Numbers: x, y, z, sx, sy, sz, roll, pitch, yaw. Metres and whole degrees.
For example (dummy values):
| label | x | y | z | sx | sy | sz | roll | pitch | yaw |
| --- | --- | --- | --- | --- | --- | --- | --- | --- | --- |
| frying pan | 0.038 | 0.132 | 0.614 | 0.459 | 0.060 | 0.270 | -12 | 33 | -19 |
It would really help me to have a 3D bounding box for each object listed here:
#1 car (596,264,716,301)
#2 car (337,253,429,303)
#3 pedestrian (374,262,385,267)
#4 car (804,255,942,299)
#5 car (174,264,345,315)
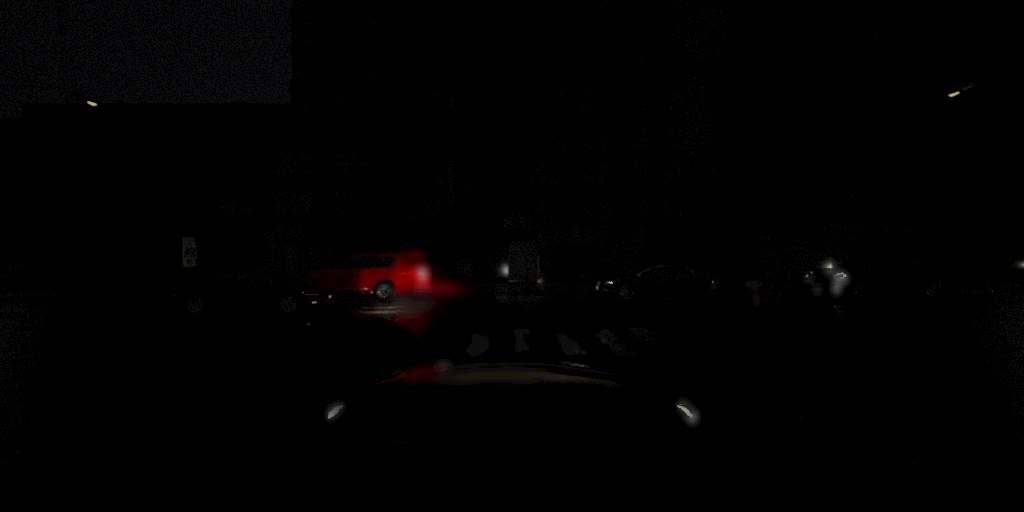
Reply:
| label | x | y | z | sx | sy | sz | roll | pitch | yaw |
| --- | --- | --- | --- | --- | --- | --- | --- | --- | --- |
| car | 6.159 | 1.093 | 15.620 | 4.902 | 1.511 | 2.128 | -1 | -1 | 0 |
| car | -6.552 | 0.946 | 16.090 | 5.566 | 2.045 | 2.150 | -1 | -2 | 10 |
| pedestrian | -6.854 | 0.896 | 18.562 | 0.375 | 1.860 | 0.375 | 0 | 0 | 0 |
| car | 15.499 | 0.871 | 15.601 | 4.553 | 1.767 | 2.097 | 0 | -1 | 0 |
| car | -8.943 | 1.192 | 12.702 | 5.008 | 1.535 | 1.882 | -1 | -1 | 0 |
